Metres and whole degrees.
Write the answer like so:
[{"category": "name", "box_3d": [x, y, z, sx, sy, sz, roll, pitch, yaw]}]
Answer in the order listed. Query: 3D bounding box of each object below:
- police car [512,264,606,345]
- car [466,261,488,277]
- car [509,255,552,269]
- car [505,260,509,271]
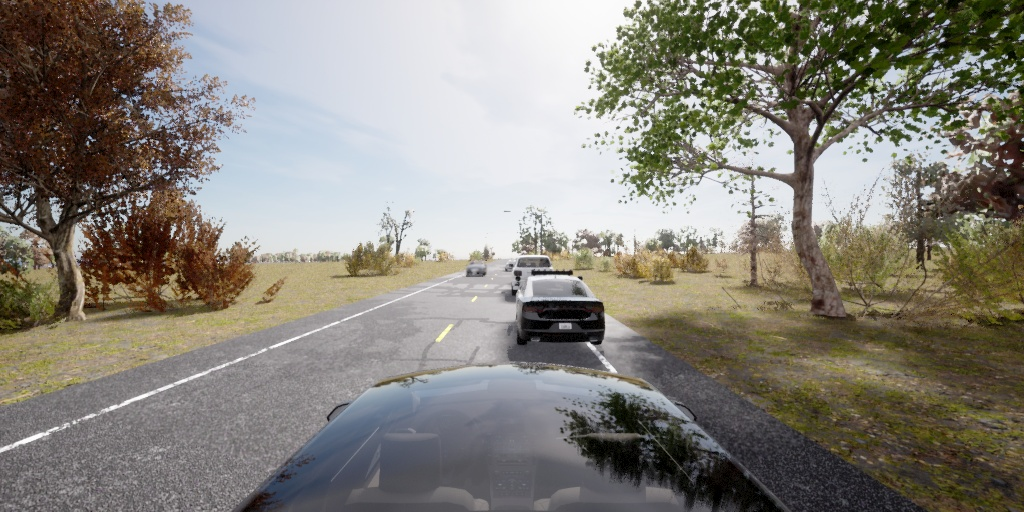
[{"category": "police car", "box_3d": [1.053, 1.177, 9.644, 1.930, 1.638, 5.238, 0, 0, 0]}, {"category": "car", "box_3d": [-3.488, 1.248, 35.872, 2.128, 1.511, 4.902, 0, 0, 0]}, {"category": "car", "box_3d": [1.057, 0.979, 19.566, 2.150, 2.045, 5.566, 0, 0, 0]}, {"category": "car", "box_3d": [0.055, 1.285, 48.265, 1.812, 1.442, 4.674, 0, 0, 1]}]
